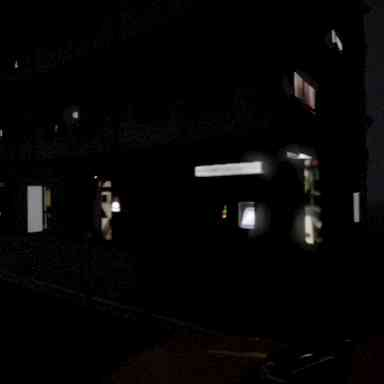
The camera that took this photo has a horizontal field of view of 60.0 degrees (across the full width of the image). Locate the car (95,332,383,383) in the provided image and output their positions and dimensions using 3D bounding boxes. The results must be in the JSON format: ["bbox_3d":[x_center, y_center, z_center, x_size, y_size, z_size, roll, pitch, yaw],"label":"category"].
[{"bbox_3d":[1.325,1.526,1.947,4.829,1.417,1.752,0,-1,36],"label":"car"}]
